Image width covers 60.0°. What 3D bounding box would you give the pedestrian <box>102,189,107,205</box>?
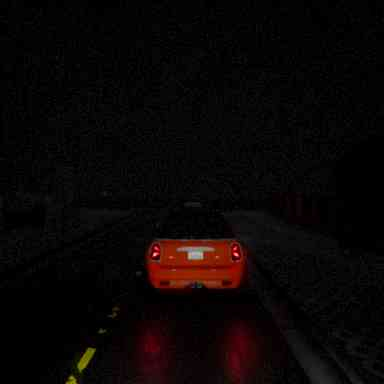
[{"bbox_3d":[-9.781,0.506,37.283,0.375,1.860,0.375,0,0,0],"label":"pedestrian"}]

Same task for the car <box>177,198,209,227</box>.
[{"bbox_3d":[0.040,1.206,21.121,1.812,1.442,4.674,0,1,0],"label":"car"}]

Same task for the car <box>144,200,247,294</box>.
[{"bbox_3d":[0.077,1.219,8.584,2.097,1.767,4.553,0,1,0],"label":"car"}]
